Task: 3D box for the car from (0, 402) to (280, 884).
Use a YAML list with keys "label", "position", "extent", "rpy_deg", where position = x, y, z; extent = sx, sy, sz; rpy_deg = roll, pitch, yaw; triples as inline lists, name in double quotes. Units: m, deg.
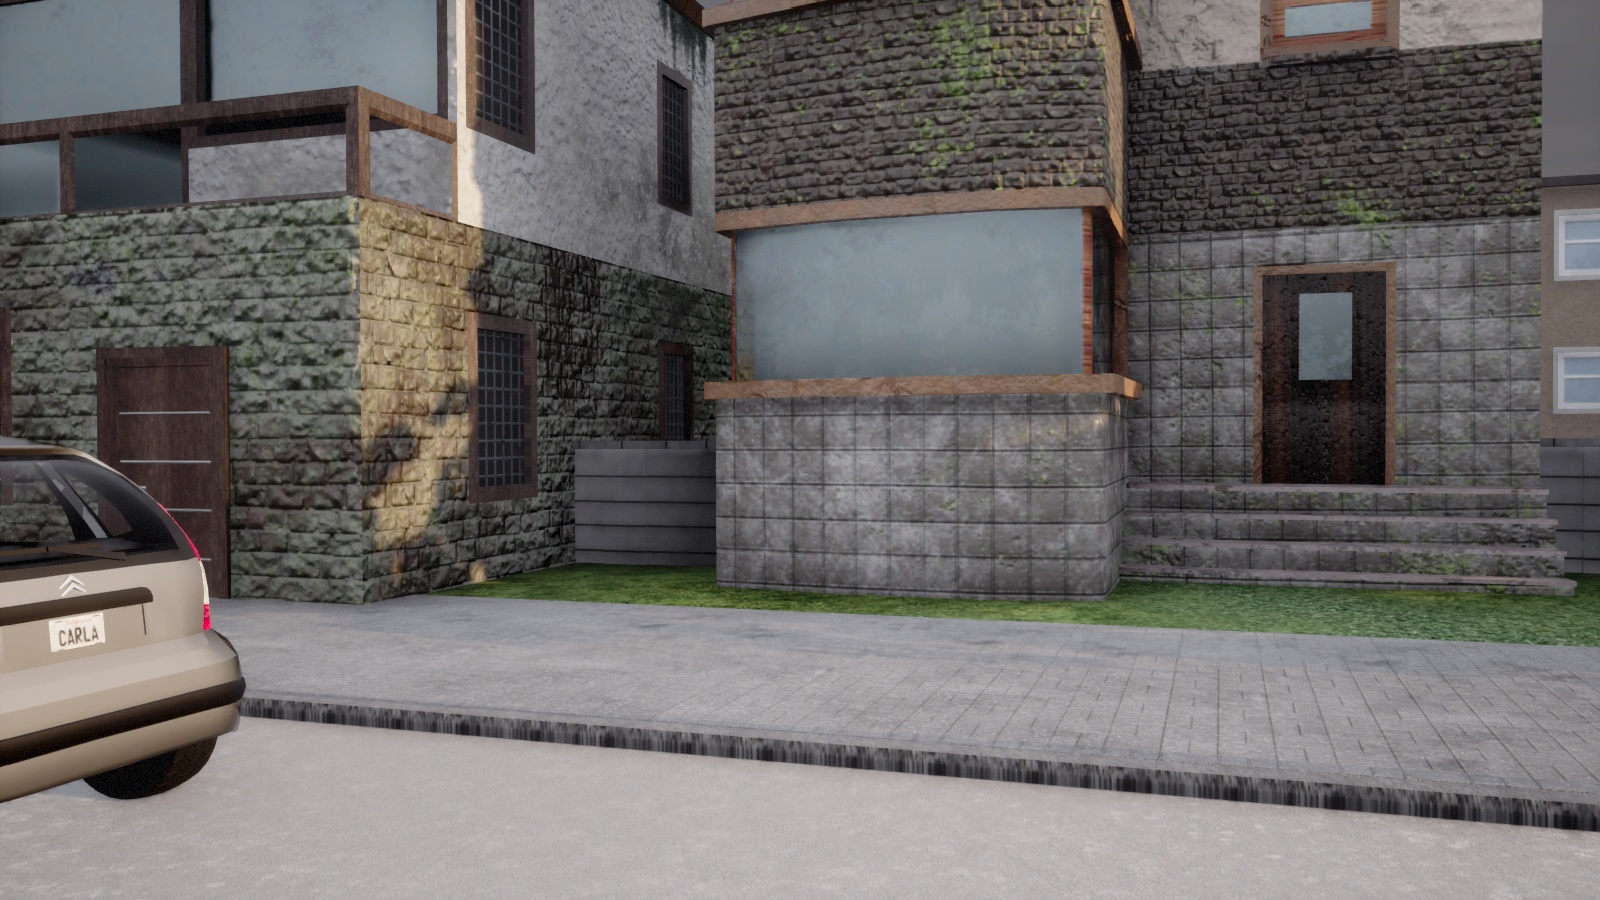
- label: "car"
  position: [-4.446, 0.625, 5.213]
  extent: [3.988, 1.617, 1.851]
  rpy_deg: [1, 1, 19]
